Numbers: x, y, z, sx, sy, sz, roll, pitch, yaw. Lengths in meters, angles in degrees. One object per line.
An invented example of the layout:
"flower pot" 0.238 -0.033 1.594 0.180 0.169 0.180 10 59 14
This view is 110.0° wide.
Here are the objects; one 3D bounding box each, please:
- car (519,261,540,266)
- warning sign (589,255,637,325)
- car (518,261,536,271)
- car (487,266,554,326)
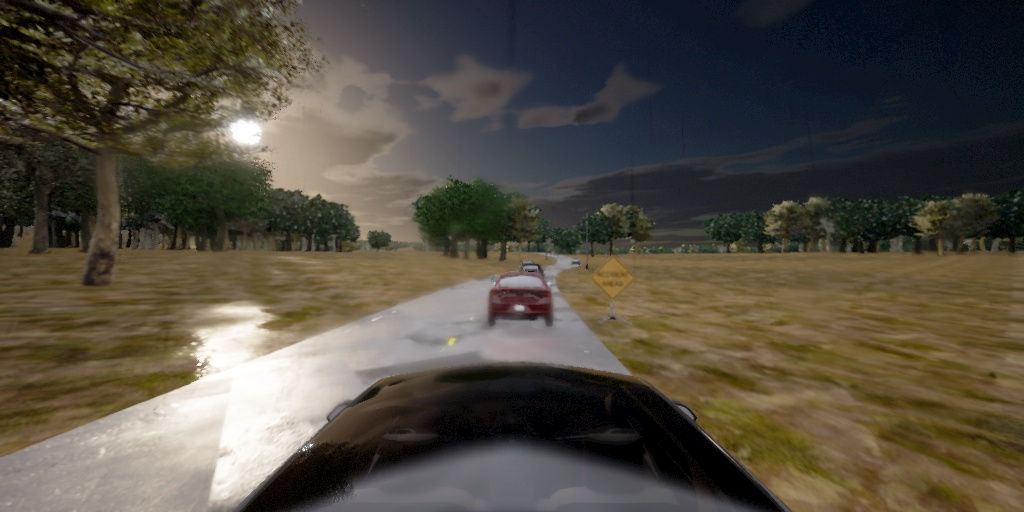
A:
"car" 1.513 1.346 27.737 1.837 1.490 4.892 0 0 6
"warning sign" 2.788 0.894 10.031 1.300 1.860 1.060 0 0 2
"car" 2.285 1.436 52.964 1.837 1.490 4.892 0 -1 12
"car" 0.326 1.256 11.892 1.882 1.535 5.008 0 -1 3
